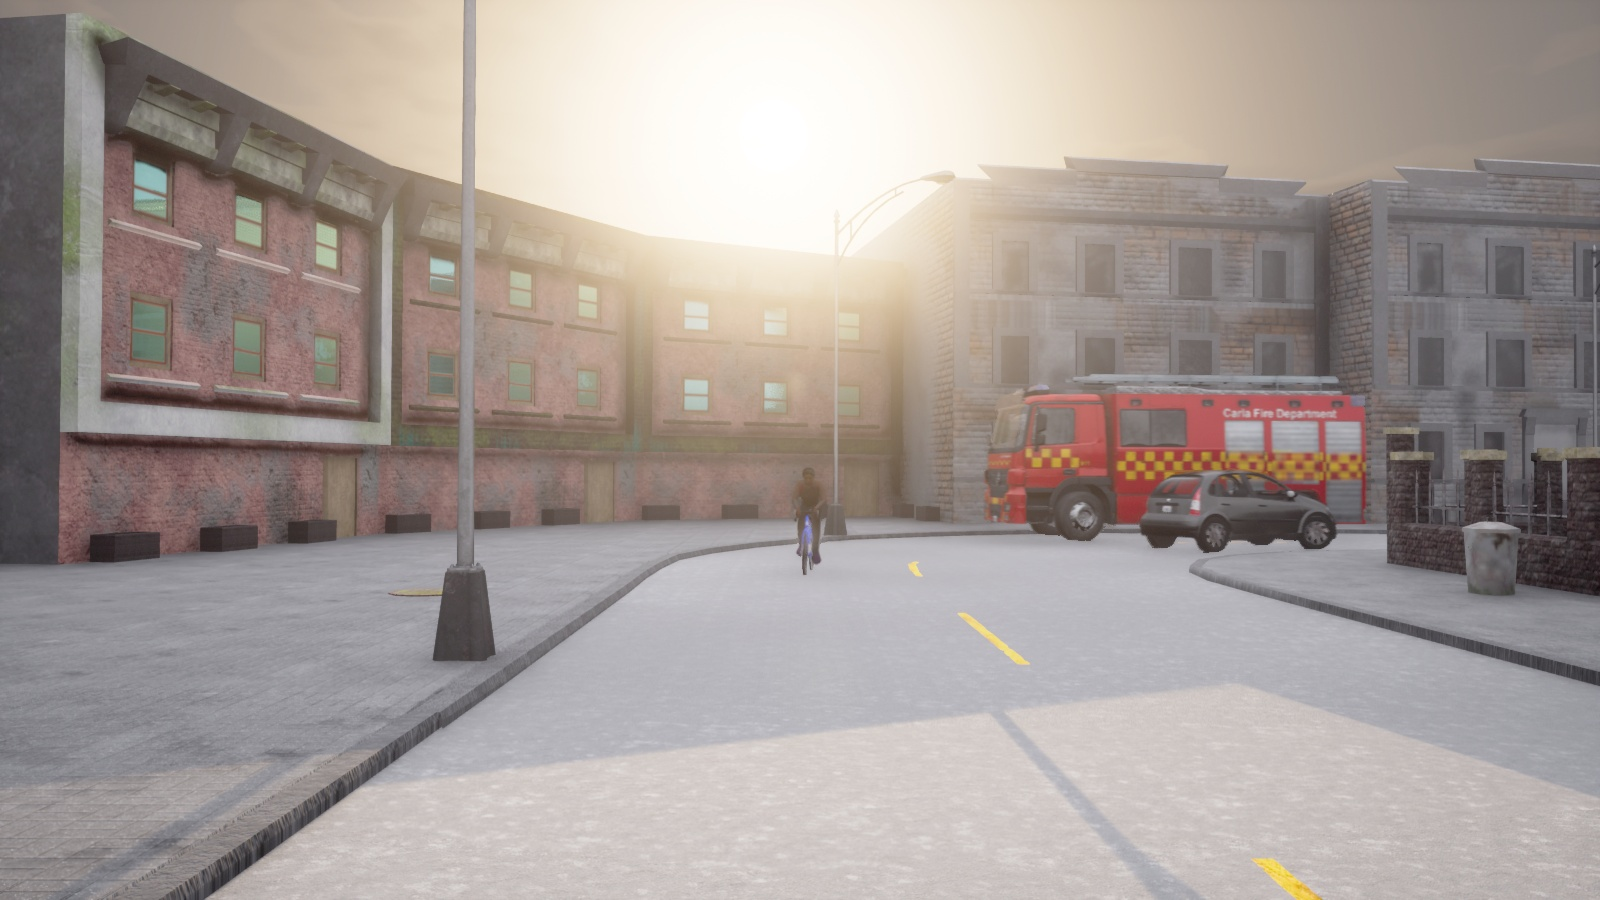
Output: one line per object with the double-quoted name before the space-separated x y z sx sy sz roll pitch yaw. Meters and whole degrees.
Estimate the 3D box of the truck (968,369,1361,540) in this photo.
"truck" 8.492 0.117 29.857 8.468 3.827 2.891 0 -1 -5

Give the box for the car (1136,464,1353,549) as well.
"car" 9.093 1.109 25.730 3.988 1.617 1.851 0 -1 -24

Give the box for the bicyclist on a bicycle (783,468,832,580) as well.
"bicyclist on a bicycle" 0.127 1.089 19.153 0.582 1.620 1.656 0 -1 6
